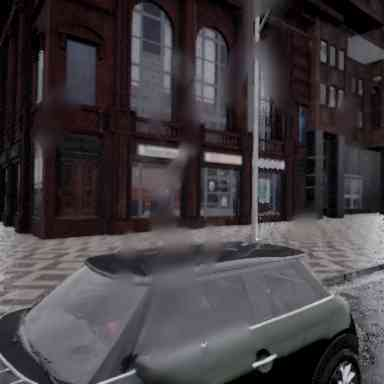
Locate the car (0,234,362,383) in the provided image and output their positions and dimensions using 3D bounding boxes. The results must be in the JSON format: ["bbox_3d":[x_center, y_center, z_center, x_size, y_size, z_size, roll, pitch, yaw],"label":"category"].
[{"bbox_3d":[-0.458,1.366,3.053,4.553,1.767,2.097,0,0,-36],"label":"car"}]
